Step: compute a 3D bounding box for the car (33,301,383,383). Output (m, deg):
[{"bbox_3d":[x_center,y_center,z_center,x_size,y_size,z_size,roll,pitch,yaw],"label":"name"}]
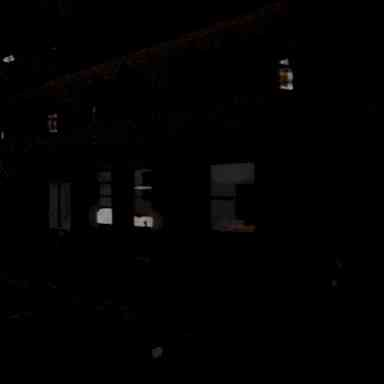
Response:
[{"bbox_3d":[0.614,1.567,2.436,4.313,1.339,1.947,0,0,36],"label":"car"}]
